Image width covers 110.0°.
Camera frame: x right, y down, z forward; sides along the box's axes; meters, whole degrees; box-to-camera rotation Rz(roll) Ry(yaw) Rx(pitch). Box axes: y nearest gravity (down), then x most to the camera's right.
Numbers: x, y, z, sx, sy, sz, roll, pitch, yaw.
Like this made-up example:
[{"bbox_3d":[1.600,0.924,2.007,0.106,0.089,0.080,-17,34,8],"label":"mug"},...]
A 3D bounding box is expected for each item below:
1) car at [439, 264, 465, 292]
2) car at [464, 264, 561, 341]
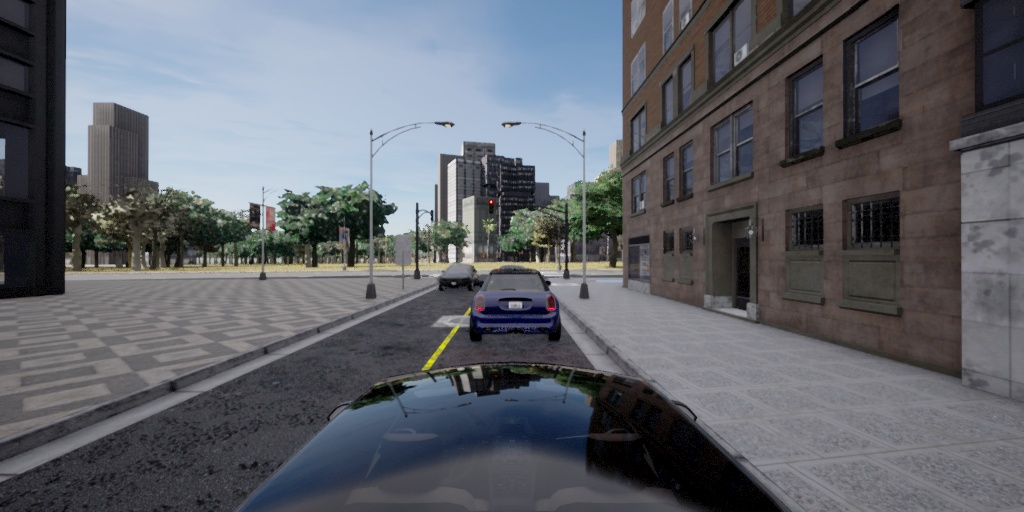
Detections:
[{"bbox_3d":[-3.129,1.226,21.732,1.882,1.535,5.008,0,0,0],"label":"car"},{"bbox_3d":[0.057,1.101,10.018,2.097,1.767,4.553,0,0,-1],"label":"car"}]
